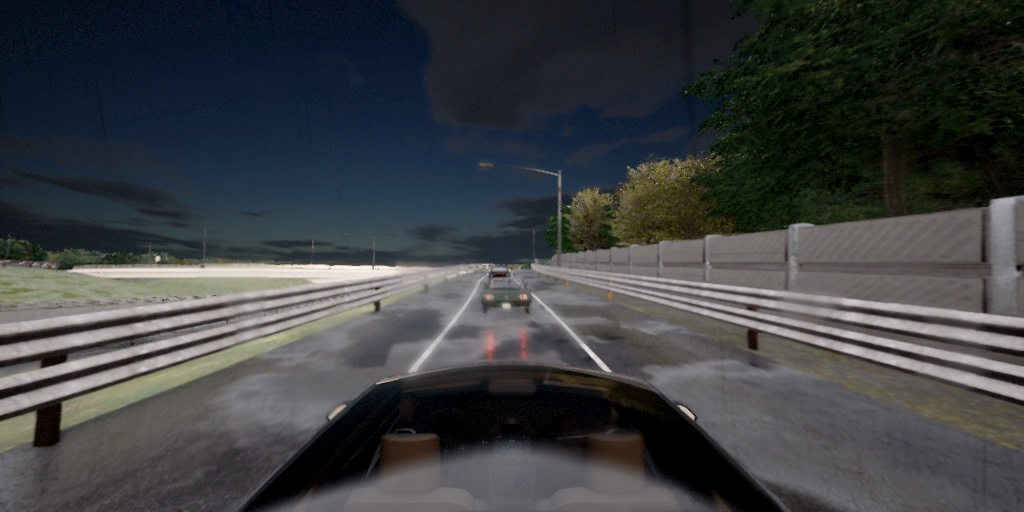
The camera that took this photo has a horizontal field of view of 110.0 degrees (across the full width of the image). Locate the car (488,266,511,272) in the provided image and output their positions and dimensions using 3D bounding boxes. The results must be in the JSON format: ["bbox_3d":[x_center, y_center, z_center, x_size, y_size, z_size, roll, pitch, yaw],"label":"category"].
[{"bbox_3d":[-1.093,1.636,31.896,1.882,1.535,5.008,0,0,-2],"label":"car"}]

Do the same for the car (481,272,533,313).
[{"bbox_3d":[-0.252,1.533,15.024,1.895,1.301,4.718,0,-1,-2],"label":"car"}]
